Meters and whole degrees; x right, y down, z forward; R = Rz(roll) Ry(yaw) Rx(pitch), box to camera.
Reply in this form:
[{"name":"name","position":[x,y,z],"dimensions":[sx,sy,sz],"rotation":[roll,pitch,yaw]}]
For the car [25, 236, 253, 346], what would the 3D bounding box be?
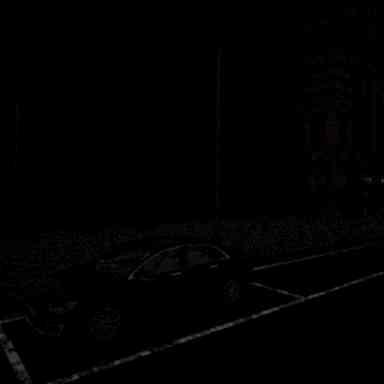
[{"name":"car","position":[-0.719,1.567,6.326],"dimensions":[4.403,1.369,2.008],"rotation":[0,1,-38]}]
